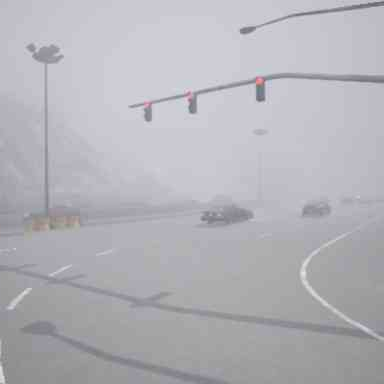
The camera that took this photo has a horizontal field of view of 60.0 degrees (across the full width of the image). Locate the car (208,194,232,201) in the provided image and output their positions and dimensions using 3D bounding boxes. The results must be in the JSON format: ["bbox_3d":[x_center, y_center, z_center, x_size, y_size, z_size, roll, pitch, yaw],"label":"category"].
[{"bbox_3d":[4.487,1.376,52.694,2.150,2.045,5.566,-1,0,31],"label":"car"}]

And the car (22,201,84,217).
[{"bbox_3d":[-11.928,1.772,28.776,1.994,1.385,4.181,-1,0,35],"label":"car"}]

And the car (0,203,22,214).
[{"bbox_3d":[-20.390,1.854,34.997,2.033,1.411,5.357,-1,0,35],"label":"car"}]

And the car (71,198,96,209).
[{"bbox_3d":[-14.793,1.640,43.019,2.097,1.767,4.553,-1,0,35],"label":"car"}]

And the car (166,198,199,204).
[{"bbox_3d":[-0.790,1.663,44.790,2.128,1.511,4.902,-1,0,34],"label":"car"}]

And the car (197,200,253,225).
[{"bbox_3d":[2.712,1.611,24.929,2.033,1.411,5.357,-1,0,35],"label":"car"}]

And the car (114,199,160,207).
[{"bbox_3d":[-6.147,1.790,37.052,1.895,1.301,4.718,-1,0,35],"label":"car"}]

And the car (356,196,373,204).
[{"bbox_3d":[31.244,1.511,60.012,1.994,1.385,4.181,-1,0,19],"label":"car"}]

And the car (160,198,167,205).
[{"bbox_3d":[-4.123,1.745,58.695,2.128,1.511,4.902,-1,0,31],"label":"car"}]

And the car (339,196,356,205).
[{"bbox_3d":[26.745,1.482,57.716,1.837,1.490,4.892,0,0,22],"label":"car"}]

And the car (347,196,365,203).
[{"bbox_3d":[34.199,1.498,69.484,2.033,1.411,5.357,-1,0,9],"label":"car"}]

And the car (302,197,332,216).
[{"bbox_3d":[12.038,1.535,32.162,1.812,1.442,4.674,-1,0,35],"label":"car"}]

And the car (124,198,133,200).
[{"bbox_3d":[-9.614,1.748,50.461,1.882,1.535,5.008,-1,0,35],"label":"car"}]
